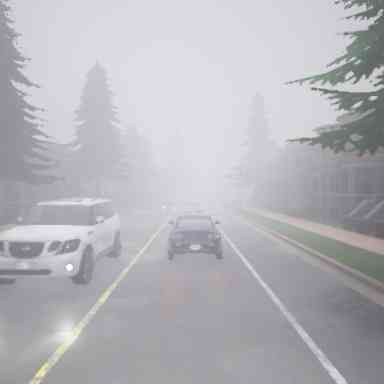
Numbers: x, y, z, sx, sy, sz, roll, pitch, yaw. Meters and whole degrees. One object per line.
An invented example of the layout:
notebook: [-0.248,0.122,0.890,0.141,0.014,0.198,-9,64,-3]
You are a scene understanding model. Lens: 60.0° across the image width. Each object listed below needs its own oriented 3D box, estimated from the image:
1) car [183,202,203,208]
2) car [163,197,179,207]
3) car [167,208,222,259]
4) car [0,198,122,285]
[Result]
car: [0.101,1.604,32.604,1.895,1.301,4.718,0,0,0]
car: [-3.199,1.483,50.921,1.882,1.535,5.008,0,0,6]
car: [0.089,1.527,12.531,1.812,1.442,4.674,0,0,0]
car: [-3.599,1.222,9.857,2.150,2.045,5.566,0,0,0]
